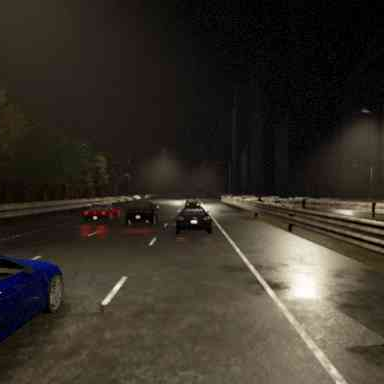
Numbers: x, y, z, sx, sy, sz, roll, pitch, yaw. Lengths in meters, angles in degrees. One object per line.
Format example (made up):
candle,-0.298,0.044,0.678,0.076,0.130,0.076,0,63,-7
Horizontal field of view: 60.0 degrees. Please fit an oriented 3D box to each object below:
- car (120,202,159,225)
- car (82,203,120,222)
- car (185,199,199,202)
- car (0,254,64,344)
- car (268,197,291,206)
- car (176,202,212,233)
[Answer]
car,-3.398,1.426,23.397,1.882,1.535,5.008,0,0,0
car,-6.905,1.545,25.896,1.895,1.301,4.718,0,0,0
car,0.104,1.521,40.980,1.895,1.301,4.718,0,0,0
car,-3.400,1.514,4.582,1.812,1.442,4.674,0,0,0
car,13.608,1.481,52.266,2.128,1.511,4.902,0,0,-17
car,0.102,1.520,19.299,1.994,1.385,4.181,0,0,0
